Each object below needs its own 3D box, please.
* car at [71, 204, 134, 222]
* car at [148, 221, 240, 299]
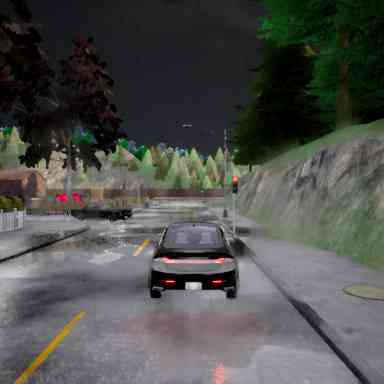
[{"bbox_3d":[-6.950,1.601,25.895,4.718,1.301,1.895,0,0,23],"label":"car"},{"bbox_3d":[0.052,1.492,8.464,2.128,1.511,4.902,0,0,1],"label":"car"}]
